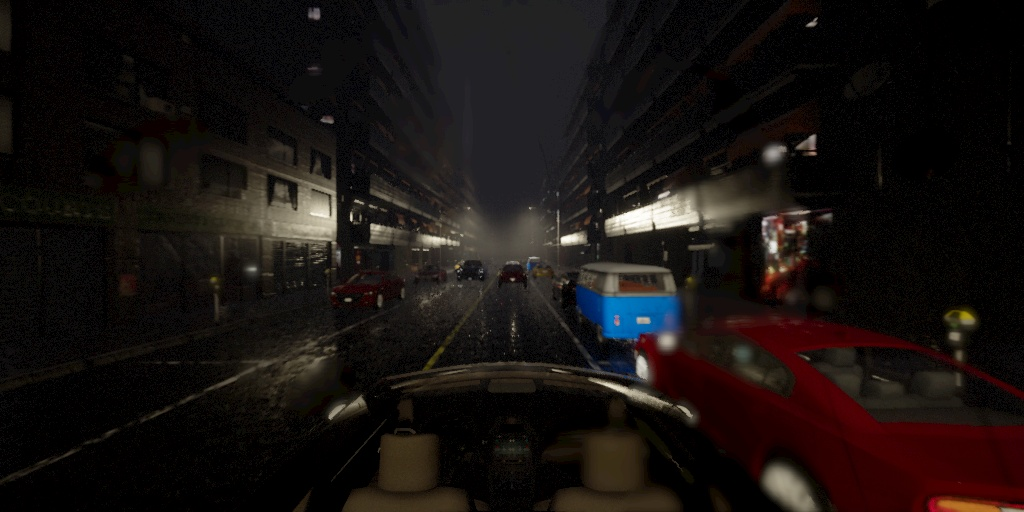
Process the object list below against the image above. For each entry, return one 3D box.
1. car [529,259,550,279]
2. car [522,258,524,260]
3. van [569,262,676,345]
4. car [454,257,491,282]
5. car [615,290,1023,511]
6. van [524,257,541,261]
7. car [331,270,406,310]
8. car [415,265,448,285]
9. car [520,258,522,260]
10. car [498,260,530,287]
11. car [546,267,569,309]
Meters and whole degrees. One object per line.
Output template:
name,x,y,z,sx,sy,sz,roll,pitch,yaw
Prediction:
car,2.677,1.243,31.444,1.751,1.417,4.829,0,0,0
car,2.665,1.243,64.414,2.007,1.370,4.403,0,0,0
van,2.686,1.082,9.181,1.690,1.789,3.998,0,0,0
car,-3.061,1.072,28.454,2.097,1.767,4.553,0,0,0
car,2.688,1.293,3.658,1.888,1.381,4.507,0,0,0
van,2.673,1.049,42.322,1.690,1.789,3.998,0,0,0
car,-5.697,1.280,14.714,1.888,1.381,4.507,0,0,0
car,-5.702,1.305,25.761,1.802,1.307,4.207,0,0,0
car,0.081,1.307,45.399,1.895,1.301,4.718,0,0,0
car,0.056,1.250,24.212,1.812,1.442,4.674,0,0,0
car,2.684,1.301,14.705,1.948,1.339,4.313,0,0,0
